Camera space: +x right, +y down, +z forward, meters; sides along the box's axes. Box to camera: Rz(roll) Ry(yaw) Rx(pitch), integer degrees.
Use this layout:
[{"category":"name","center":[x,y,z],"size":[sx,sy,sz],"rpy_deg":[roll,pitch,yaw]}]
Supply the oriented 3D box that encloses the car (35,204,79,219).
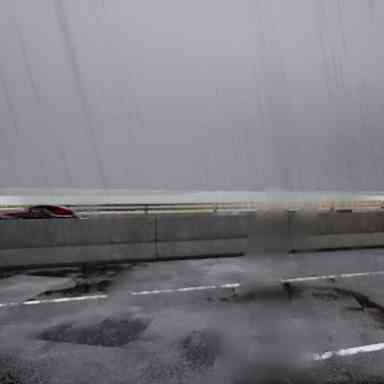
[{"category":"car","center":[-9.702,1.493,21.352],"size":[4.674,1.442,1.812],"rpy_deg":[0,0,-16]}]

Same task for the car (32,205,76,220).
[{"category":"car","center":[-8.924,1.574,17.934],"size":[4.718,1.301,1.895],"rpy_deg":[0,0,-16]}]

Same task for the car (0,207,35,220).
[{"category":"car","center":[-9.277,1.545,14.186],"size":[4.181,1.385,1.994],"rpy_deg":[0,0,-16]}]
